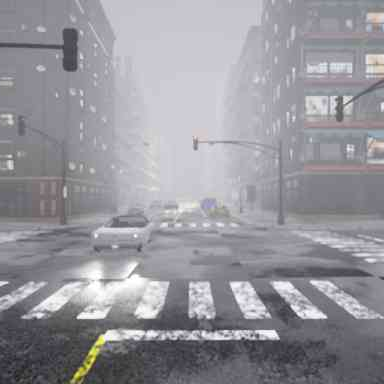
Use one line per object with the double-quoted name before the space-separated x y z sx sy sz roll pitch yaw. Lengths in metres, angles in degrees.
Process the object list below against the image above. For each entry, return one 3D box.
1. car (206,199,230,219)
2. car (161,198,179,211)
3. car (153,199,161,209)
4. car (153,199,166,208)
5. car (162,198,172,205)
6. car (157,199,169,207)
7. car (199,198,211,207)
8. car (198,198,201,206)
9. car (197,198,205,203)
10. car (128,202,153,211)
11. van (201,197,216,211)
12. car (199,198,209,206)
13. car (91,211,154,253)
"car" 2.628 1.733 31.938 1.752 1.417 4.829 1 0 0
"car" -2.862 1.873 47.022 1.994 1.385 4.181 0 0 0
"car" -5.429 1.928 51.347 1.802 1.307 4.206 1 0 0
"car" -5.441 1.911 56.835 1.752 1.417 4.829 1 0 0
"car" -5.482 2.065 73.978 2.008 1.369 4.403 1 0 0
"car" -5.456 2.011 62.662 1.802 1.307 4.206 1 0 0
"car" 2.426 1.869 62.737 1.967 1.590 4.097 1 0 0
"car" 2.454 1.661 51.426 2.192 1.841 5.009 1 0 0
"car" 2.371 2.148 85.360 1.887 1.381 4.507 1 0 0
"car" -5.518 1.776 34.374 2.008 1.369 4.403 1 0 0
"van" 2.500 1.646 45.772 1.690 1.788 3.998 1 0 0
"car" 2.412 2.022 68.392 2.008 1.369 4.403 1 0 0
"car" -2.785 1.693 14.273 1.895 1.301 4.718 0 0 0
